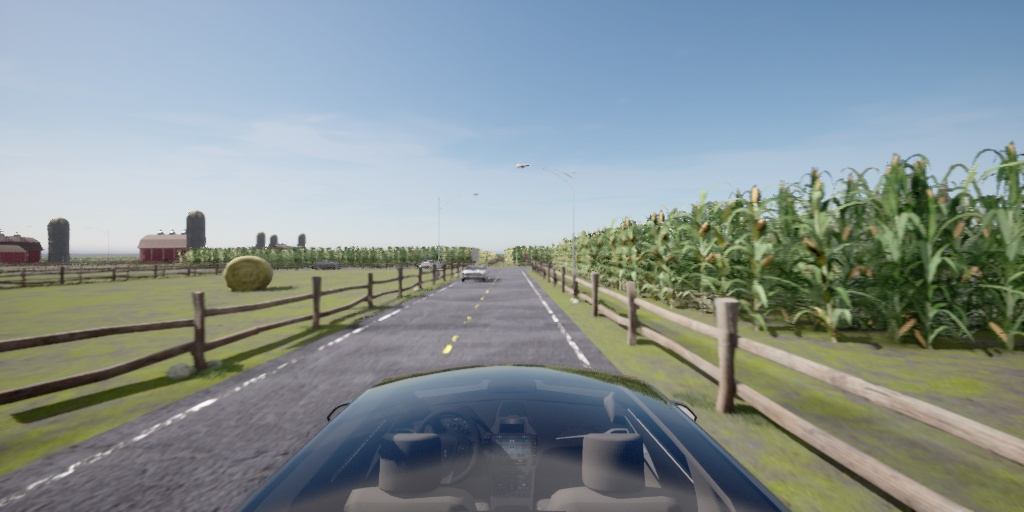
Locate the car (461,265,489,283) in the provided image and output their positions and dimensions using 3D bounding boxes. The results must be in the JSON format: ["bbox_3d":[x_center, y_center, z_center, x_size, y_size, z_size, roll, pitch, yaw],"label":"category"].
[{"bbox_3d":[-2.853,1.351,28.254,1.895,1.301,4.718,0,0,0],"label":"car"}]

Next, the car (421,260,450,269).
[{"bbox_3d":[-12.719,1.421,59.828,4.674,1.442,1.812,1,0,0],"label":"car"}]
